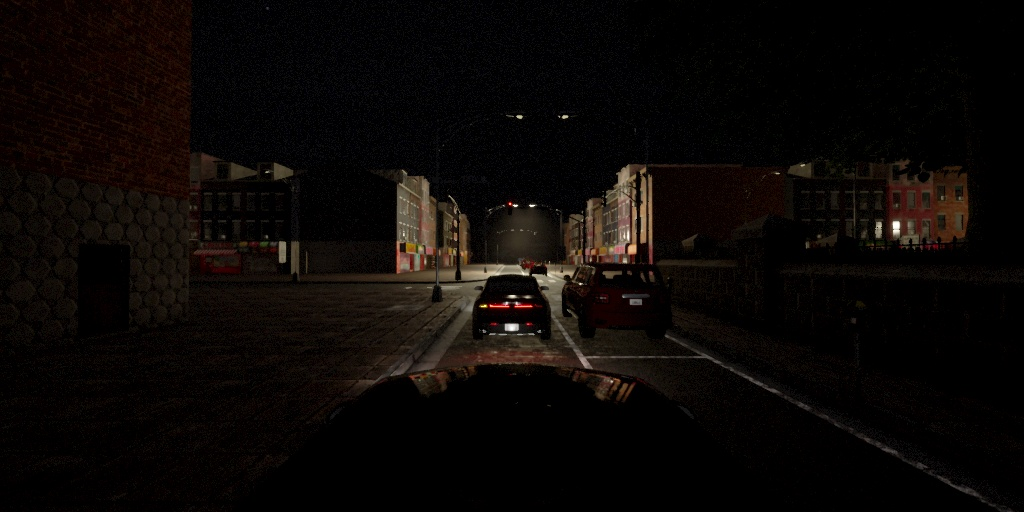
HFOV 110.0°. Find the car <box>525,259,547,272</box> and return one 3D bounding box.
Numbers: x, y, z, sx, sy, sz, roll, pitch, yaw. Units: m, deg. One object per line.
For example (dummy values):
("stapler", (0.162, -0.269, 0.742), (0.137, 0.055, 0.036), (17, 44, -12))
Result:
("car", (2.600, 1.334, 36.465), (1.888, 1.381, 4.507), (0, 0, 0))

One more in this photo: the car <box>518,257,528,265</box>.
("car", (2.576, 1.158, 58.214), (2.192, 1.841, 5.009), (0, 0, 0))

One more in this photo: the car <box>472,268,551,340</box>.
("car", (-0.009, 1.258, 9.995), (1.837, 1.490, 4.892), (0, 0, 0))

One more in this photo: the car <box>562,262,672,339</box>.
("car", (2.629, 1.068, 10.036), (2.192, 1.841, 5.009), (0, 0, 0))

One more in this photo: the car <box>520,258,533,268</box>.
("car", (2.582, 1.373, 52.777), (1.888, 1.381, 4.507), (0, 0, 0))
